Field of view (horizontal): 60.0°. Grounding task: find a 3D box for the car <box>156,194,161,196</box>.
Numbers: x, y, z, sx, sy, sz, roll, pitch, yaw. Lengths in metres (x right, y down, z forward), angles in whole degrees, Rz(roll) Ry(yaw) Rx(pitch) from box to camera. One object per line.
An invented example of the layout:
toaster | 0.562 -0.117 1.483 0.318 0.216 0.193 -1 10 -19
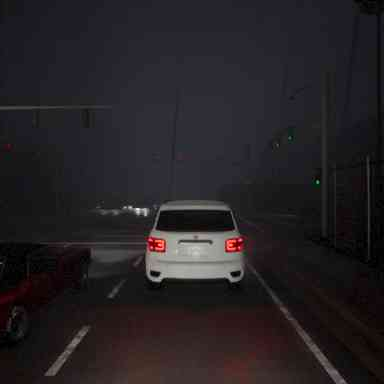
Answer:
car | -7.004 1.526 58.522 1.812 1.442 4.674 0 0 0

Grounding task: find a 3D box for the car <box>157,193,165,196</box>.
car | -6.912 1.224 72.777 2.150 2.045 5.566 0 0 0

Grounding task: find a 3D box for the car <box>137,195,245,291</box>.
car | 0.083 1.221 9.175 2.150 2.045 5.566 0 0 0

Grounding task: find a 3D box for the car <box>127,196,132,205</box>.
car | -10.520 1.492 55.858 2.128 1.511 4.902 0 0 0

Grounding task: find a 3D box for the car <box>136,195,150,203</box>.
car | -10.414 1.525 70.760 2.128 1.511 4.902 0 0 0

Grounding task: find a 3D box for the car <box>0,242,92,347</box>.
car | -3.435 1.601 6.249 1.895 1.301 4.718 0 0 1

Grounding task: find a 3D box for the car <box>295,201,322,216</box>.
car | 12.543 1.582 32.742 4.674 1.442 1.812 0 0 -2

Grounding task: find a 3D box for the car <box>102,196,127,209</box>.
car | -10.540 1.352 44.665 2.097 1.767 4.553 0 0 0

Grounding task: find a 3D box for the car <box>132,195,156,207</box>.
car | -7.027 1.491 49.056 2.128 1.511 4.902 0 0 0
